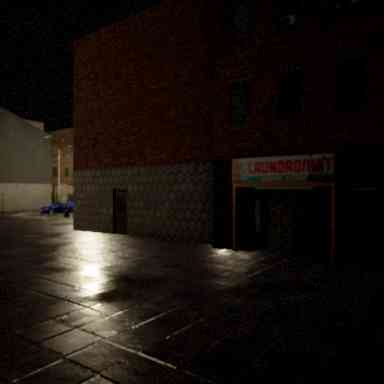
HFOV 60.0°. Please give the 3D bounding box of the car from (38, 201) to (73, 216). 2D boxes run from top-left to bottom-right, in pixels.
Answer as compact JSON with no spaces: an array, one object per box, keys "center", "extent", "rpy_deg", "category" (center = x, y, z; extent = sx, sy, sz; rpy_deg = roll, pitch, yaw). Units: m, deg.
[{"center":[-14.206,1.733,35.875],"extent":[1.812,1.442,4.674],"rpy_deg":[0,0,36],"category":"car"}]
